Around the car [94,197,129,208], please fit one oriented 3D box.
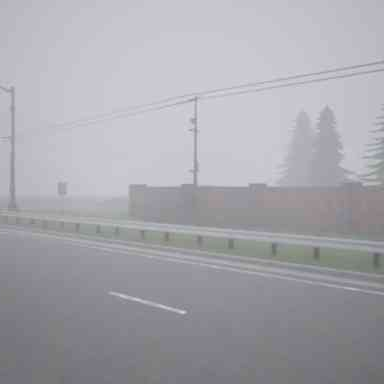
[{"bbox_3d":[-9.748,1.310,42.697,5.357,1.411,2.033,0,0,-29],"label":"car"}]
